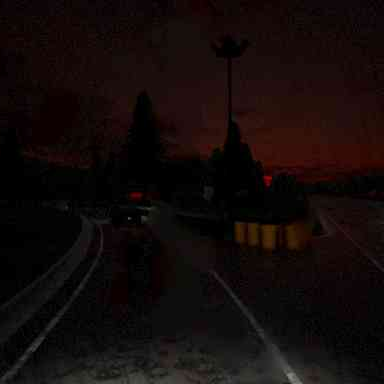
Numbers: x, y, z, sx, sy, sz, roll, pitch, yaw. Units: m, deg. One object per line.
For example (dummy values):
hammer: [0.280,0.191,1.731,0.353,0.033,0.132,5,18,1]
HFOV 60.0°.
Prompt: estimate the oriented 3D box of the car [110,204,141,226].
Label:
car: [-5.090,1.674,25.123,1.882,1.535,5.008,0,0,-18]

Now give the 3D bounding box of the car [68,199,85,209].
car: [-18.617,1.945,53.595,2.128,1.511,4.902,0,0,-31]
